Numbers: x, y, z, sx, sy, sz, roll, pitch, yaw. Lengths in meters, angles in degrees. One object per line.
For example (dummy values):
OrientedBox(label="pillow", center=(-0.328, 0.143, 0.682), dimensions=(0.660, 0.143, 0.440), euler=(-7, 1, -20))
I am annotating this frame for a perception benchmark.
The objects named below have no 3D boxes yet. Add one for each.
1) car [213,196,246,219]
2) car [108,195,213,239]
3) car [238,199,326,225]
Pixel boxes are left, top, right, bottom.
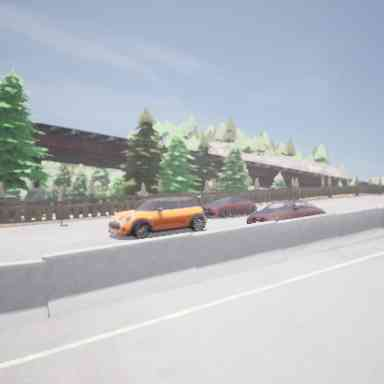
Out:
OrientedBox(label="car", center=(2.580, 1.002, 23.030), dimensions=(4.181, 1.385, 1.994), euler=(-3, 2, -35))
OrientedBox(label="car", center=(-1.608, 1.076, 15.742), dimensions=(4.553, 1.767, 2.097), euler=(-3, 2, -35))
OrientedBox(label="car", center=(4.529, 1.099, 15.821), dimensions=(4.181, 1.385, 1.994), euler=(-3, 2, -35))
